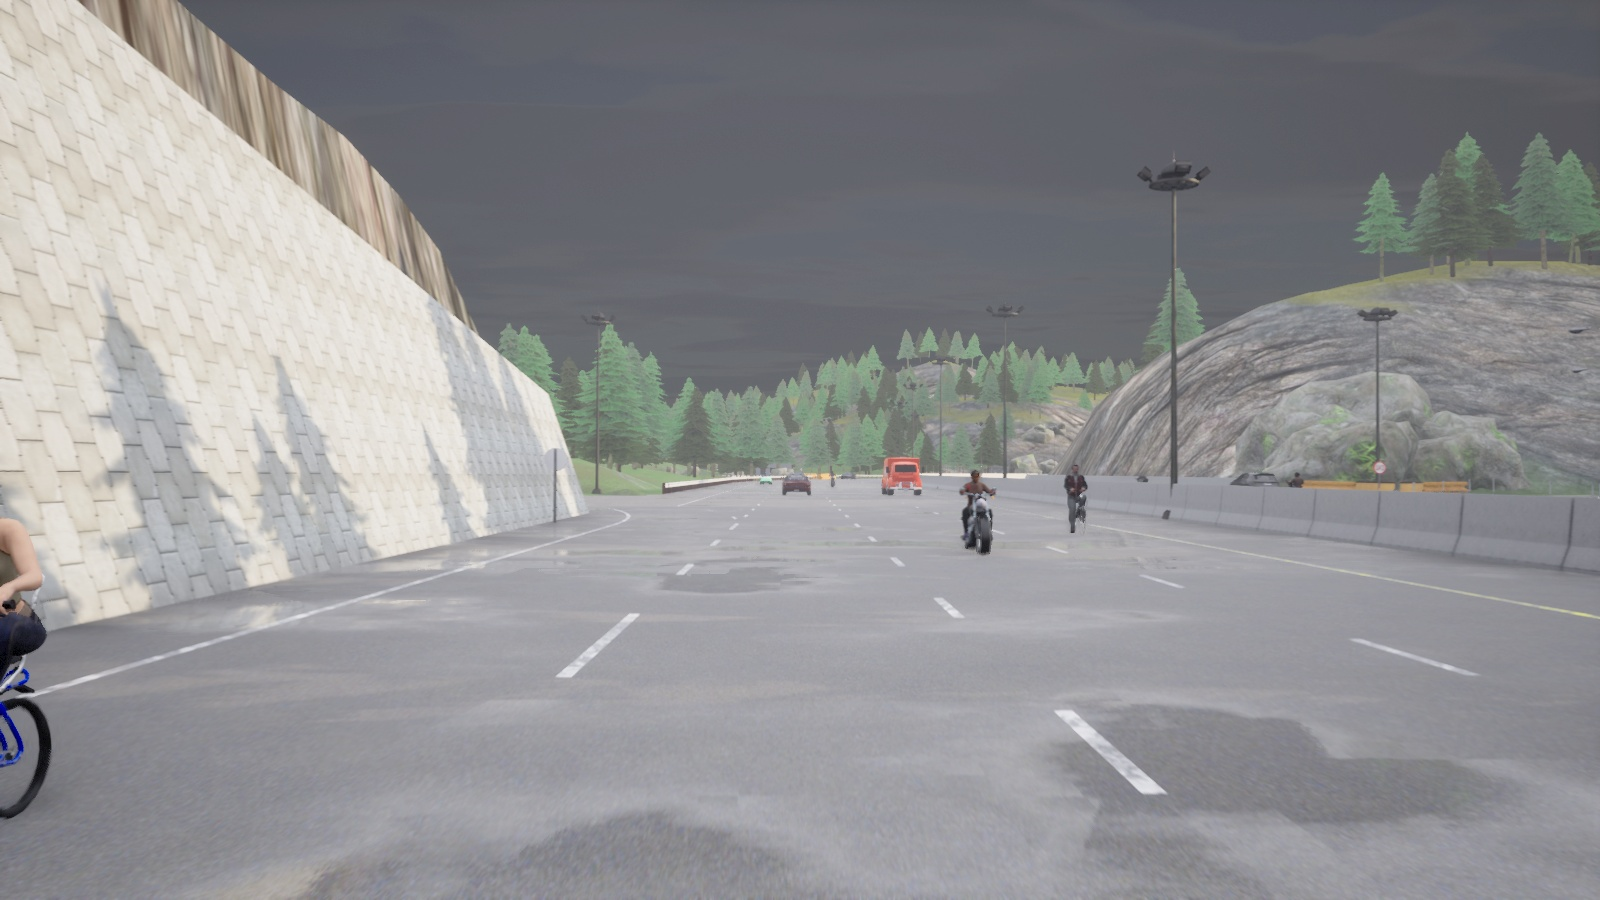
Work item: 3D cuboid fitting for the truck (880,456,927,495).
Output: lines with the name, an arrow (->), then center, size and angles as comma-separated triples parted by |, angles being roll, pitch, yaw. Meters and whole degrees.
truck -> 6.797, 1.691, 83.029 | 2.627, 2.467, 5.204 | 0, -1, 0

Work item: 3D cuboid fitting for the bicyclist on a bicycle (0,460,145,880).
bicyclist on a bicycle -> -3.510, 0.851, 5.139 | 0.866, 1.612, 1.509 | 0, -1, 0

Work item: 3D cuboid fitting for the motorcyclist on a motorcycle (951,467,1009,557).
motorcyclist on a motorcycle -> 3.441, 1.157, 24.213 | 0.766, 1.649, 2.350 | 0, -1, 0

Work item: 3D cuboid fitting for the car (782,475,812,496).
car -> -0.198, 2.284, 81.686 | 1.895, 1.301, 4.718 | 0, -1, 0

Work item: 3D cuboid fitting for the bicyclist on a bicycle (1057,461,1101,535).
bicyclist on a bicycle -> 6.924, 1.181, 31.263 | 0.659, 1.776, 1.843 | 0, -1, 0

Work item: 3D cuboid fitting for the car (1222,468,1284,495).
car -> 27.812, 1.927, 77.272 | 2.033, 1.649, 4.856 | 0, -1, 0
